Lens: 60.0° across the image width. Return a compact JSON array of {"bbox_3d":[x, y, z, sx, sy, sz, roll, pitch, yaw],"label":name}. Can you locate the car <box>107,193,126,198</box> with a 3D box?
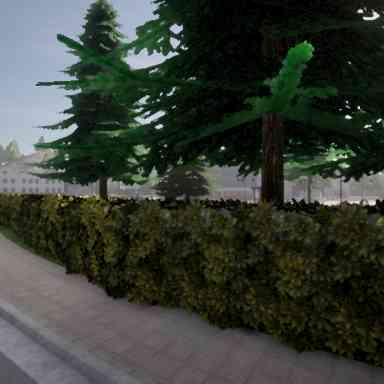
[{"bbox_3d":[-20.394,1.131,90.259,5.027,1.636,2.152,0,0,-36],"label":"car"}]

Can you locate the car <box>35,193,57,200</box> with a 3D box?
[{"bbox_3d":[-36.346,1.073,82.672,4.605,1.855,1.932,0,0,-36],"label":"car"}]

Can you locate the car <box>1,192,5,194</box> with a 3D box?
[{"bbox_3d":[-44.655,1.051,80.754,3.866,1.878,1.905,0,0,-36],"label":"car"}]

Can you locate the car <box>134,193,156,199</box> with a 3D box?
[{"bbox_3d":[-7.945,1.371,60.661,3.806,1.475,1.970,0,0,-36],"label":"car"}]

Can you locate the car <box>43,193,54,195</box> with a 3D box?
[{"bbox_3d":[-29.661,1.277,72.138,4.514,1.523,2.007,0,0,-36],"label":"car"}]

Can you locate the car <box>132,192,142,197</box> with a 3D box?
[{"bbox_3d":[-10.904,1.080,77.745,4.605,1.855,1.932,0,0,-36],"label":"car"}]

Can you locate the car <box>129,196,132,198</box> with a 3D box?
[{"bbox_3d":[-12.933,1.058,79.865,3.866,1.878,1.905,0,0,-36],"label":"car"}]

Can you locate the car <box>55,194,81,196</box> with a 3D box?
[{"bbox_3d":[-23.868,1.302,63.995,3.633,1.501,1.845,0,0,-36],"label":"car"}]
